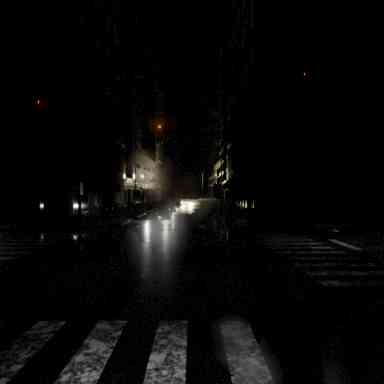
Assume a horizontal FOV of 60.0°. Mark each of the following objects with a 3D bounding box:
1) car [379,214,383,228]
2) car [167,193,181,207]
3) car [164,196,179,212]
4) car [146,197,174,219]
[{"bbox_3d":[12.342,1.282,16.851,5.009,1.841,2.192,0,0,0],"label":"car"},{"bbox_3d":[-2.863,1.197,49.514,2.150,2.045,5.566,0,0,0],"label":"car"},{"bbox_3d":[-2.855,1.511,39.115,1.812,1.442,4.674,0,0,0],"label":"car"},{"bbox_3d":[-2.859,1.497,29.246,1.837,1.490,4.892,0,0,0],"label":"car"}]
